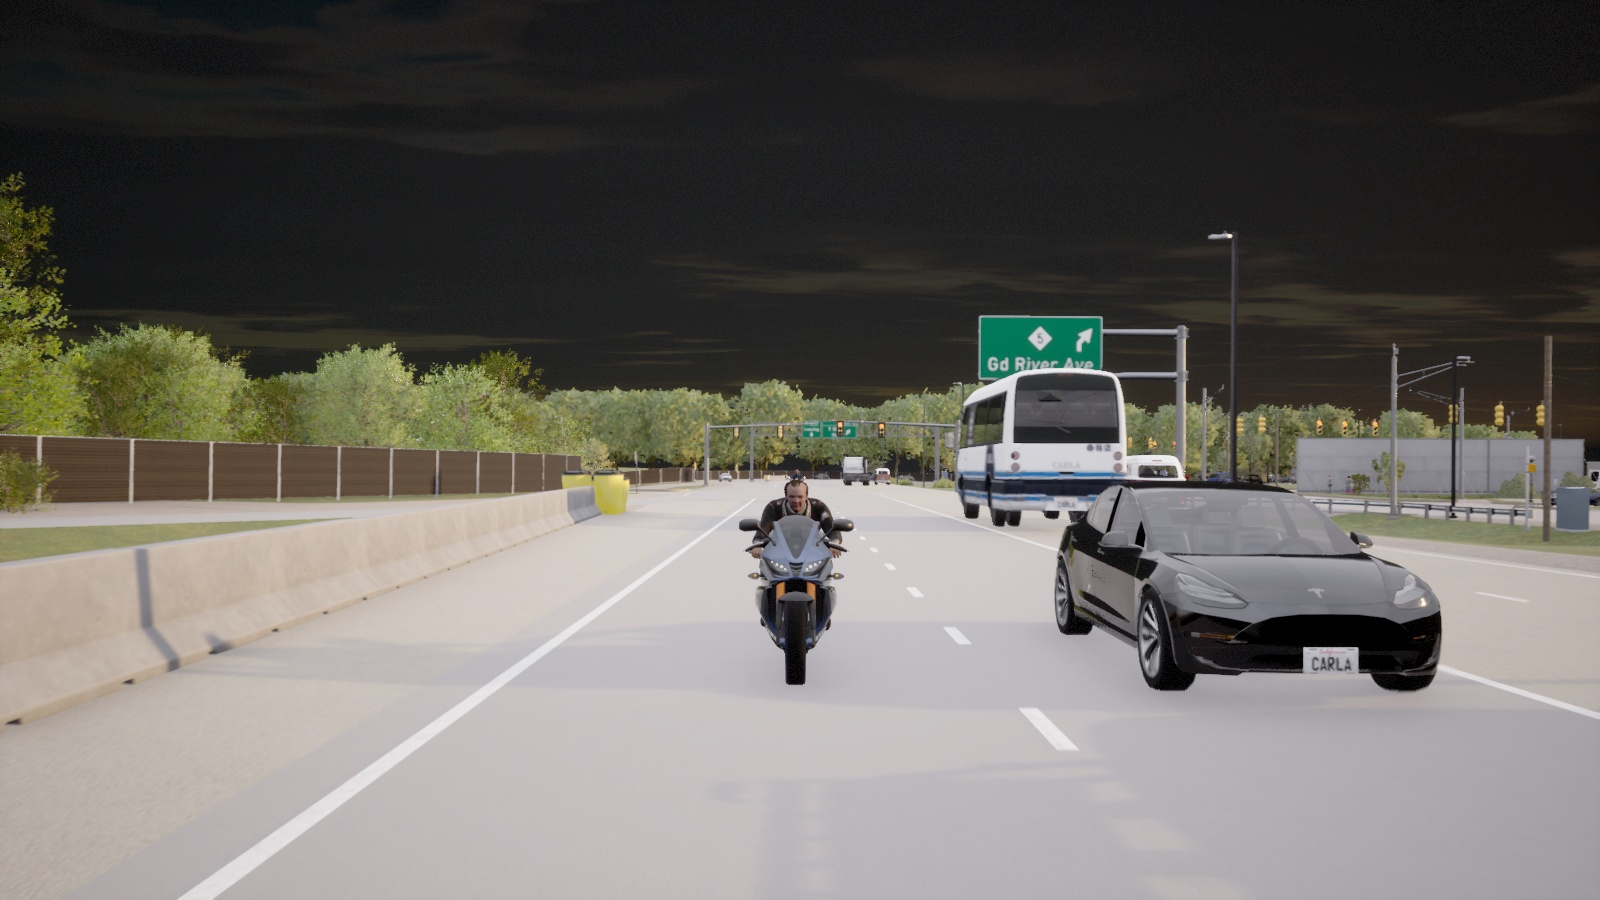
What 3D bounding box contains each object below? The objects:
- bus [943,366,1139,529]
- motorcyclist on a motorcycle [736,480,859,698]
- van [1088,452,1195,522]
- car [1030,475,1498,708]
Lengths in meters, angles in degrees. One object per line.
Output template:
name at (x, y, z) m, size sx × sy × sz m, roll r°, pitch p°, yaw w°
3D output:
bus at (6.906, 0.017, 38.094) m, size 3.944 × 4.253 × 10.273 m, roll 0°, pitch -1°, yaw 0°
motorcyclist on a motorcycle at (-0.023, 1.013, 10.023) m, size 0.866 × 1.530 × 2.191 m, roll 0°, pitch -1°, yaw 0°
van at (10.409, 1.110, 38.645) m, size 2.069 × 2.038 × 4.480 m, roll 0°, pitch -1°, yaw 0°
car at (3.476, 0.974, 10.616) m, size 2.163 × 1.488 × 4.792 m, roll 0°, pitch -1°, yaw 0°
